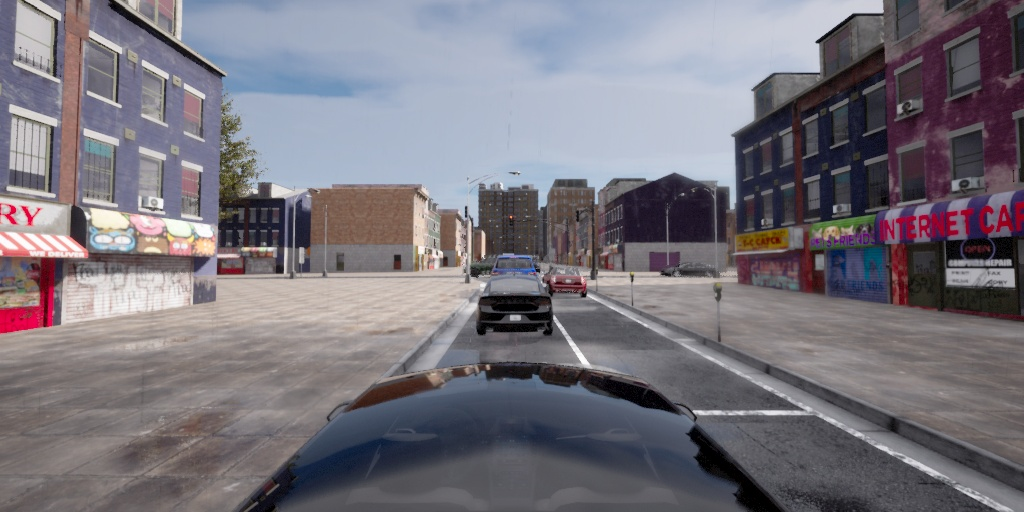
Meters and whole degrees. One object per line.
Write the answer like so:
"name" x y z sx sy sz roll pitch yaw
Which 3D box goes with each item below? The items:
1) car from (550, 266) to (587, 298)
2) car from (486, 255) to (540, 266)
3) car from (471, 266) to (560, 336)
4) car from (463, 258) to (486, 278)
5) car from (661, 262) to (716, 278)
"car" 2.638 1.210 18.802 1.967 1.591 4.097 0 0 0
"car" 0.089 0.991 18.117 2.150 2.045 5.566 0 0 0
"car" 0.047 1.234 10.507 1.882 1.535 5.008 0 0 -1
"car" -1.797 1.048 33.742 5.566 2.045 2.150 0 -2 0
"car" 16.522 1.326 33.619 4.892 1.490 1.837 0 -2 0
